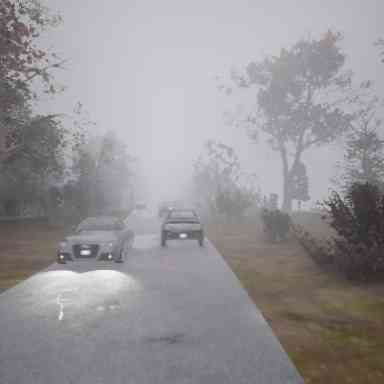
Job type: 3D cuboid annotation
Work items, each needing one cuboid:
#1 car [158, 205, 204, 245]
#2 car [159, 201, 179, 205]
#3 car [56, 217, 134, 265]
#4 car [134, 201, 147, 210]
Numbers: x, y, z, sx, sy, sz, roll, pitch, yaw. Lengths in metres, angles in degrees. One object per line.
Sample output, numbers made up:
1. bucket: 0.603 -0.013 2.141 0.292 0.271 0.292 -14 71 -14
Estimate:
1. car: -0.516 1.571 15.871 2.128 1.511 4.902 0 0 -4
2. car: -2.366 1.665 34.168 2.097 1.767 4.553 0 -1 -7
3. car: -3.235 1.609 11.822 1.994 1.385 4.181 0 0 -3
4. car: -8.477 2.202 55.211 1.882 1.535 5.008 0 -1 -9
